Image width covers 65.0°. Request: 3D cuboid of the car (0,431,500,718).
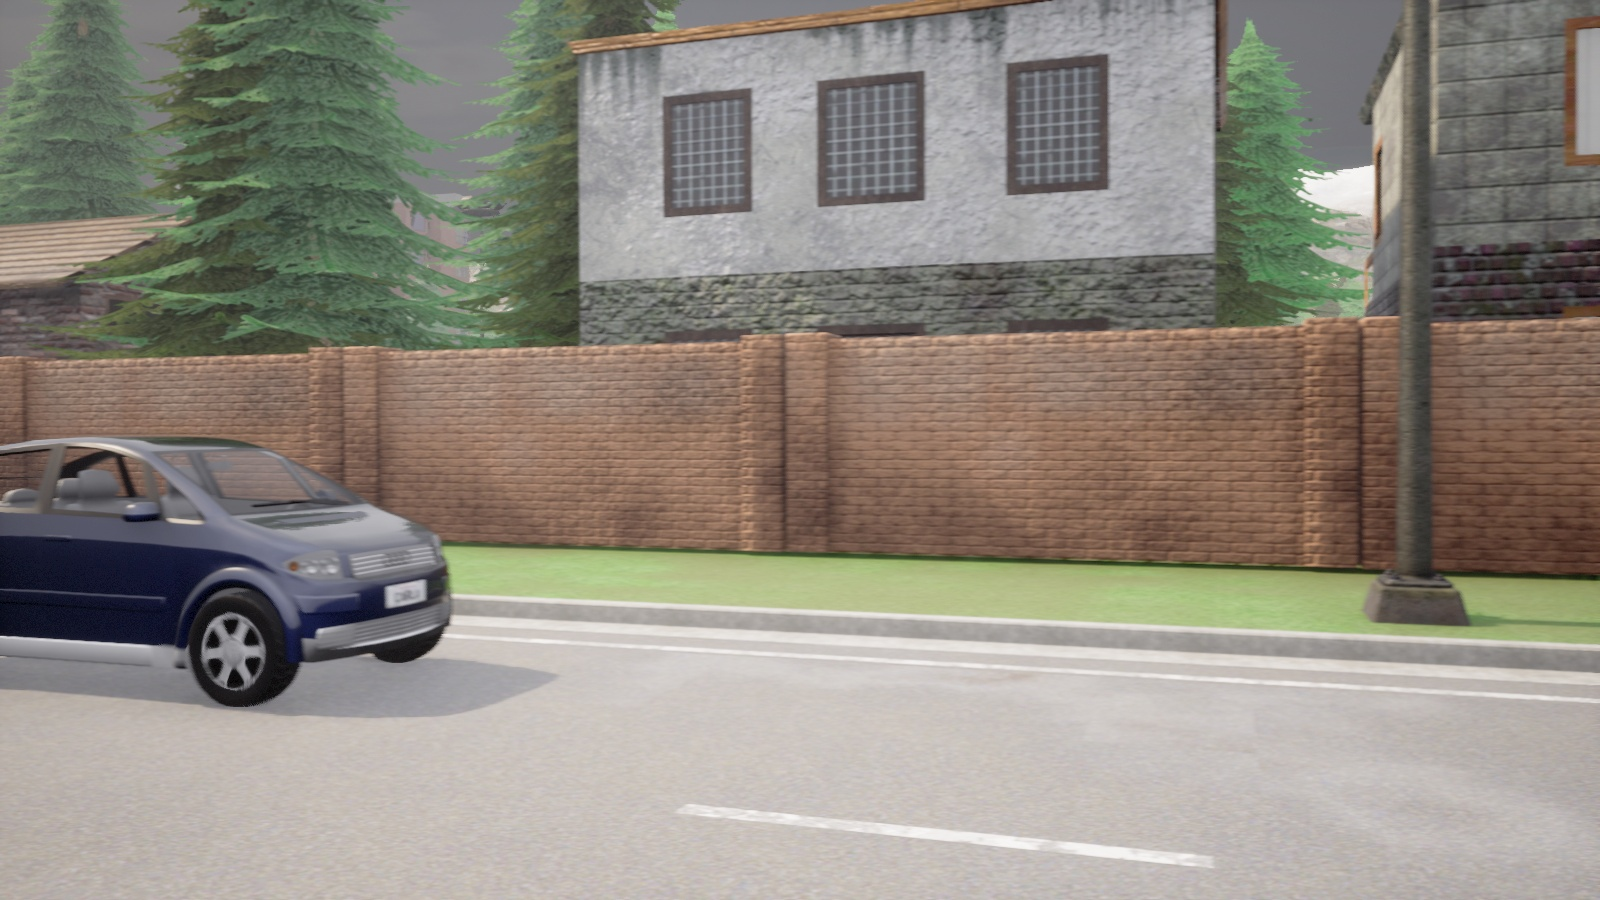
[{"bbox_3d":[-4.074,0.657,8.256,3.705,1.549,1.789,0,1,19],"label":"car"}]
